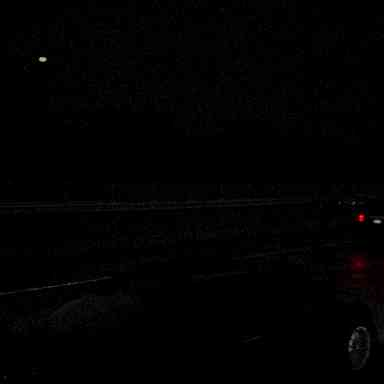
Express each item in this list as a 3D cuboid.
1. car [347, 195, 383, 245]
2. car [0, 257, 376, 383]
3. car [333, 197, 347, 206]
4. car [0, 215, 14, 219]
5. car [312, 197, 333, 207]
[{"bbox_3d":[9.529,1.277,14.656,5.566,2.045,2.150,0,0,-34],"label":"car"},{"bbox_3d":[0.277,1.536,3.929,4.674,1.442,1.812,0,0,-35],"label":"car"},{"bbox_3d":[18.738,1.200,37.988,4.553,1.767,2.097,-1,1,-33],"label":"car"},{"bbox_3d":[-10.127,1.489,13.954,4.902,1.511,2.128,0,0,-35],"label":"car"},{"bbox_3d":[16.817,1.350,40.917,4.892,1.490,1.837,-1,1,-33],"label":"car"}]
